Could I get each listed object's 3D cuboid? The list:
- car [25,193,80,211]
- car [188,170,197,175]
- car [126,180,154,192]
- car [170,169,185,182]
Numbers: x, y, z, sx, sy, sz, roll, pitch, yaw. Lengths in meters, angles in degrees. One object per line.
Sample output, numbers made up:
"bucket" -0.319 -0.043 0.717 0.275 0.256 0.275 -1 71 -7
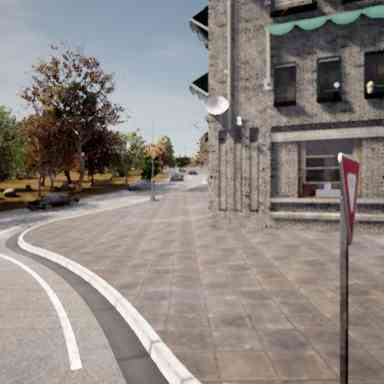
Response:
"car" -12.011 0.819 28.920 1.895 1.301 4.718 0 5 22
"car" 0.076 -5.531 92.631 1.994 1.385 4.181 0 5 -9
"car" -6.739 -0.828 43.895 2.033 1.411 5.357 0 6 16
"car" -2.766 -2.932 62.927 2.097 1.767 4.553 0 6 7
